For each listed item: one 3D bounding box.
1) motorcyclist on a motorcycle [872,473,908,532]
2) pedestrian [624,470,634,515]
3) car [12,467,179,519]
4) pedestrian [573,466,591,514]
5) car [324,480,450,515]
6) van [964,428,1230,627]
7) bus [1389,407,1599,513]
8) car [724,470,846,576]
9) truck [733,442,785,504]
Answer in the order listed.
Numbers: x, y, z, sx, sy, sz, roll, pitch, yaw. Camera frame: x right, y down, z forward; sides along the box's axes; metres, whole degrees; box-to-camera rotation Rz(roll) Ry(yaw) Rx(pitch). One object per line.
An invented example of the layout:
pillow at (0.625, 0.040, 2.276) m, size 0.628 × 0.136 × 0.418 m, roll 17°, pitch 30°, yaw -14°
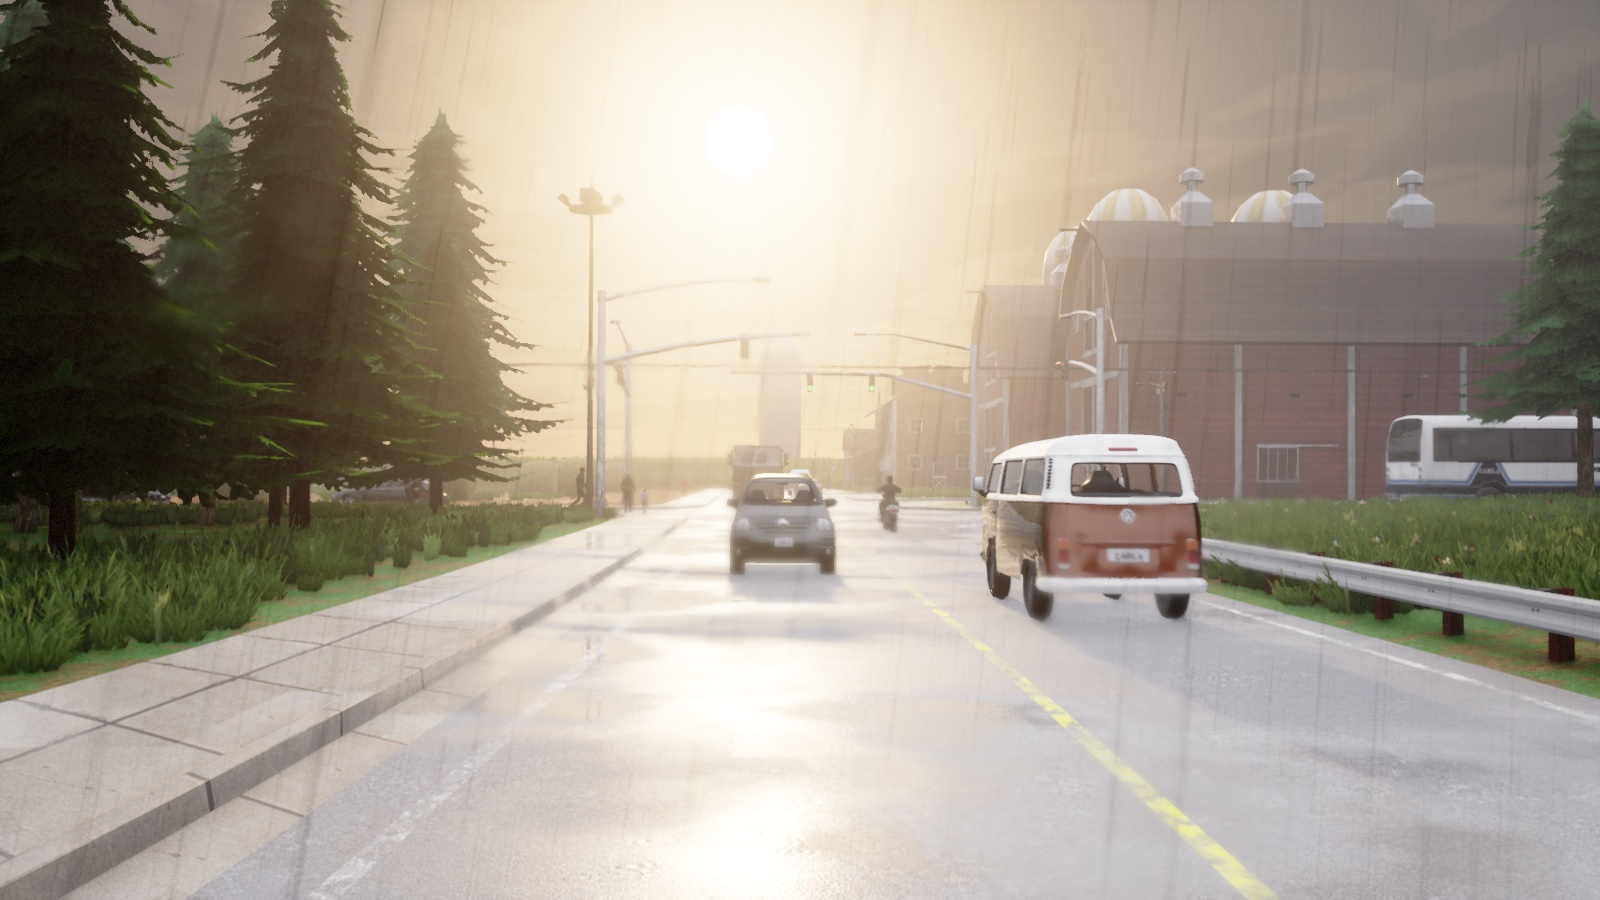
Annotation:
motorcyclist on a motorcycle at (2.599, 1.514, 36.446) m, size 0.766 × 1.649 × 2.350 m, roll 0°, pitch -1°, yaw -2°
pedestrian at (-7.034, 1.740, 51.742) m, size 0.331 × 1.846 × 0.634 m, roll 0°, pitch -1°, yaw 1°
car at (-28.682, 1.742, 51.273) m, size 5.566 × 2.045 × 2.150 m, roll 0°, pitch -1°, yaw -1°
pedestrian at (-8.381, 1.534, 48.269) m, size 0.614 × 1.847 × 0.353 m, roll 0°, pitch -1°, yaw -3°
car at (-18.041, 2.062, 55.006) m, size 4.892 × 1.490 × 1.837 m, roll 0°, pitch -1°, yaw -1°
van at (3.365, 0.845, 15.216) m, size 2.069 × 2.038 × 4.480 m, roll 0°, pitch -1°, yaw -1°
bus at (30.785, 0.436, 52.679) m, size 10.273 × 4.253 × 3.944 m, roll 0°, pitch -1°, yaw -1°
car at (-0.298, 1.159, 21.210) m, size 1.851 × 1.617 × 3.988 m, roll 0°, pitch -1°, yaw -2°
truck at (-2.452, 1.371, 73.816) m, size 2.891 × 3.462 × 7.936 m, roll 0°, pitch -1°, yaw -2°
